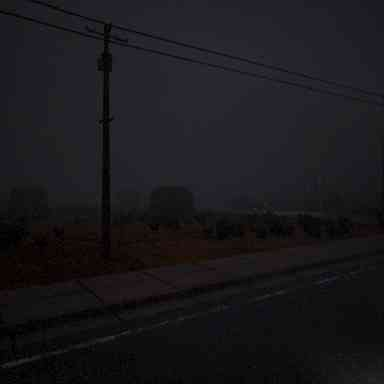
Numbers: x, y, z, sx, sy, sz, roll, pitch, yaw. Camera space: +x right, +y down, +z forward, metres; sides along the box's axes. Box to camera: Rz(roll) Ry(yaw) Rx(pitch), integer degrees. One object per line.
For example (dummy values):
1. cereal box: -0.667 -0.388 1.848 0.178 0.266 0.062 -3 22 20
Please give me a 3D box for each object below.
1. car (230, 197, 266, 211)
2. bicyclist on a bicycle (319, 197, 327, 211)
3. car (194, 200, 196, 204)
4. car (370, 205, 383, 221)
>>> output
1. car: 6.474 1.318 38.423 2.097 1.767 4.553 0 0 -33
2. bicyclist on a bicycle: 15.083 1.423 38.128 1.656 1.620 0.582 0 0 -33
3. car: -1.307 1.566 57.388 1.895 1.301 4.718 0 0 -32
4. car: 15.299 1.443 23.644 1.882 1.535 5.008 0 0 -25
